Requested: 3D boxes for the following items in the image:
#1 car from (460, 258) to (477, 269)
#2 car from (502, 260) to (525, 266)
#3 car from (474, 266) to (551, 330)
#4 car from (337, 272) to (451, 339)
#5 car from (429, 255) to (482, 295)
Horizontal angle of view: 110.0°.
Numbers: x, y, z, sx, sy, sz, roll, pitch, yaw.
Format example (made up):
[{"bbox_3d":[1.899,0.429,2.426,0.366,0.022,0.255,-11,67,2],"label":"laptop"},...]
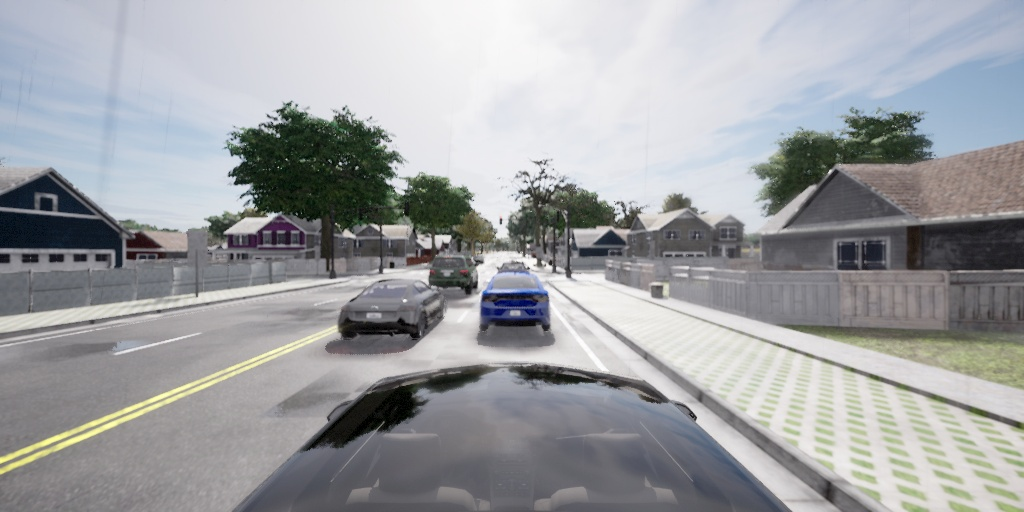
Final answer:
[{"bbox_3d":[-6.628,1.099,54.988,2.033,1.411,5.357,0,0,0],"label":"car"},{"bbox_3d":[0.083,1.101,22.630,2.097,1.767,4.553,0,0,0],"label":"car"},{"bbox_3d":[0.091,1.247,11.171,1.882,1.535,5.008,0,0,0],"label":"car"},{"bbox_3d":[-3.155,1.334,10.190,1.994,1.385,4.181,0,0,0],"label":"car"},{"bbox_3d":[-3.166,0.979,20.141,2.150,2.045,5.566,0,0,0],"label":"car"}]
